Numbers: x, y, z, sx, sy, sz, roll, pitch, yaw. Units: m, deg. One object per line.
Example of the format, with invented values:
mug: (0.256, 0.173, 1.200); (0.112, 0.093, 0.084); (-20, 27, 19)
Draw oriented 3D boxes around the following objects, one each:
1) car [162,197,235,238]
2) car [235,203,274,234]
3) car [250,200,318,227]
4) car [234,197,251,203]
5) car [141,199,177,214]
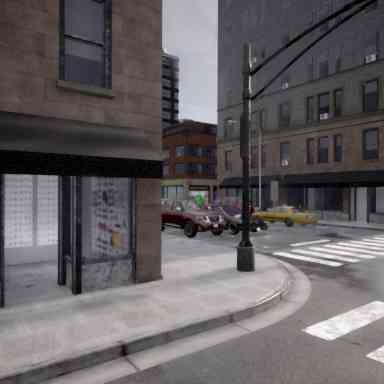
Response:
car: (-0.323, 1.285, 17.905); (2.192, 1.841, 5.009); (0, 0, -36)
car: (1.795, 1.529, 19.245); (2.033, 1.411, 5.357); (0, 0, -38)
car: (6.115, 1.530, 22.697); (1.752, 1.417, 4.829); (0, 0, -36)
car: (2.916, 1.314, 27.182); (2.192, 1.841, 5.009); (0, 0, -36)
car: (-3.682, 1.531, 36.427); (1.887, 1.381, 4.507); (0, 0, -36)
